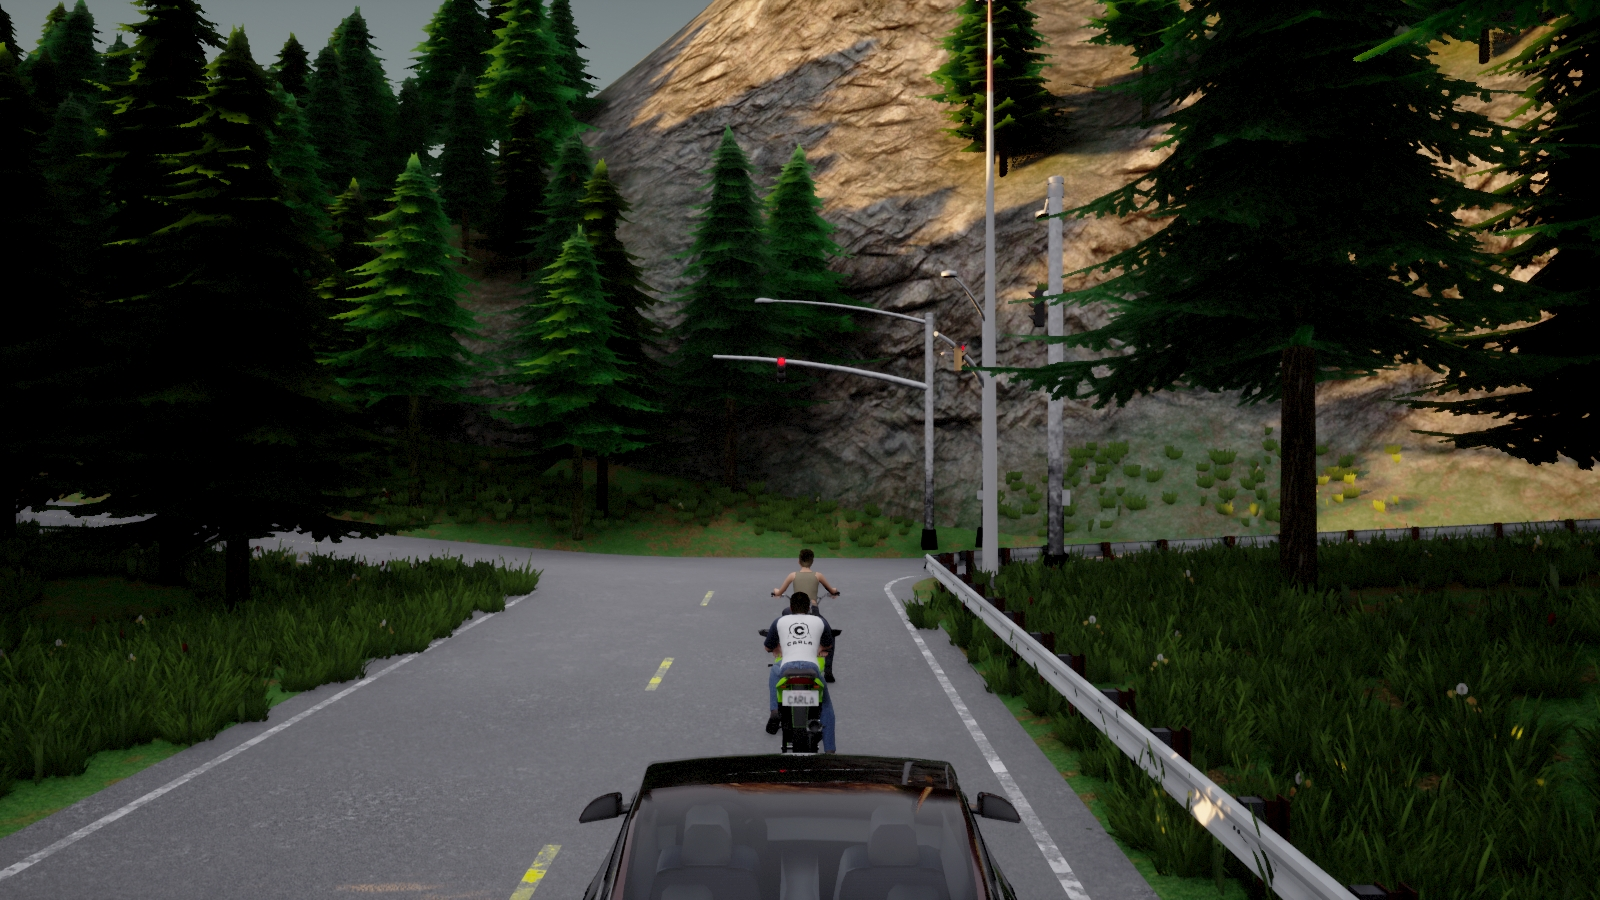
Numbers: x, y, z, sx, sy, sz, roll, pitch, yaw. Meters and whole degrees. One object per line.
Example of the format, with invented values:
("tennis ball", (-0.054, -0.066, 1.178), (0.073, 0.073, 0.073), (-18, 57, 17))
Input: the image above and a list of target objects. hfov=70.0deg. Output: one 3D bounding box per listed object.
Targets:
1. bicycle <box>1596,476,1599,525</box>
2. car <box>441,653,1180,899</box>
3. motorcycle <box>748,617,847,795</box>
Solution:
("bicycle", (21.725, 1.355, 29.474), (1.835, 1.471, 0.329), (-5, -2, 26))
("car", (0.029, 2.063, 5.012), (2.163, 1.488, 4.792), (0, 0, 0))
("motorcycle", (-0.020, 2.213, 10.238), (0.803, 1.145, 2.033), (0, 0, 0))
